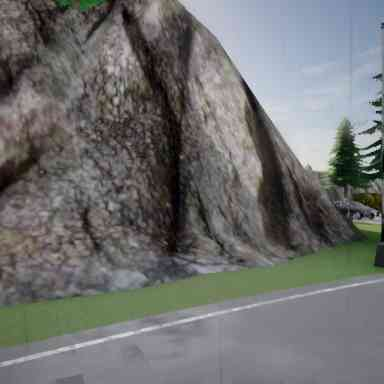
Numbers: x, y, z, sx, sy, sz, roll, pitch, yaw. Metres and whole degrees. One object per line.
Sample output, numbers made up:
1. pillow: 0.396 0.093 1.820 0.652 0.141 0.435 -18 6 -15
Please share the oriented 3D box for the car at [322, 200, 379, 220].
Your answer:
1. car: 13.446 1.491 28.490 2.128 1.511 4.902 0 0 -25
